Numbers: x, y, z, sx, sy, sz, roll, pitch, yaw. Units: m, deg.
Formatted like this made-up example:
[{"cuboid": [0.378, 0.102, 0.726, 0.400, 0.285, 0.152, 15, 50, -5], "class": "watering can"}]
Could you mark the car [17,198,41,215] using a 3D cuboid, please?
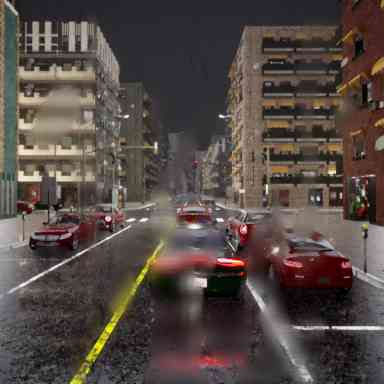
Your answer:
[{"cuboid": [-17.462, 1.241, 31.244, 5.009, 1.841, 2.192, 0, -1, 0], "class": "car"}]

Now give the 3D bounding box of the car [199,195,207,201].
[{"cuboid": [2.852, 1.564, 86.265, 2.008, 1.369, 4.403, 1, 0, 0], "class": "car"}]

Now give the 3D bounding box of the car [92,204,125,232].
[{"cuboid": [-5.251, 1.445, 19.693, 1.967, 1.590, 4.097, 1, 0, 0], "class": "car"}]

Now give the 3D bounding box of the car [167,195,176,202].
[{"cuboid": [-5.047, 1.557, 80.590, 1.887, 1.381, 4.507, 1, 0, 0], "class": "car"}]

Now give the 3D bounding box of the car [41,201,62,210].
[{"cuboid": [-17.498, 1.591, 39.120, 4.313, 1.339, 1.947, 0, -1, 0], "class": "car"}]

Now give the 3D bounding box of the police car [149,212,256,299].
[{"cuboid": [0.124, 1.507, 8.575, 2.038, 1.542, 4.974, 0, 0, 0], "class": "police car"}]

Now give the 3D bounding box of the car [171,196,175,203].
[{"cuboid": [-5.084, 1.537, 69.078, 1.752, 1.417, 4.829, 1, 0, 0], "class": "car"}]

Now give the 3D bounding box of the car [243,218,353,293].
[{"cuboid": [2.600, 1.584, 8.592, 1.802, 1.307, 4.206, 1, 0, 0], "class": "car"}]

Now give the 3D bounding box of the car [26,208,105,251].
[{"cuboid": [-5.267, 1.585, 14.144, 1.802, 1.307, 4.206, 1, 0, 0], "class": "car"}]

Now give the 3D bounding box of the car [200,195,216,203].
[{"cuboid": [2.742, 1.560, 52.240, 2.008, 1.369, 4.403, 1, 0, 0], "class": "car"}]

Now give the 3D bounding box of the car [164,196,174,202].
[{"cuboid": [-5.065, 1.578, 74.919, 1.947, 1.339, 4.313, 1, 0, 0], "class": "car"}]

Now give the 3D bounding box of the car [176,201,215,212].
[{"cuboid": [0.125, 1.482, 19.036, 1.882, 1.535, 5.008, 0, 0, 0], "class": "car"}]

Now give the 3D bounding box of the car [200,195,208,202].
[{"cuboid": [2.834, 1.557, 80.594, 1.887, 1.381, 4.507, 1, 0, 0], "class": "car"}]

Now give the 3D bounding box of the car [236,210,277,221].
[{"cuboid": [2.620, 1.444, 14.141, 1.967, 1.590, 4.097, 1, 0, 0], "class": "car"}]

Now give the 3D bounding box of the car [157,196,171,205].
[{"cuboid": [-5.120, 1.536, 57.736, 1.752, 1.417, 4.829, 1, 0, 0], "class": "car"}]
